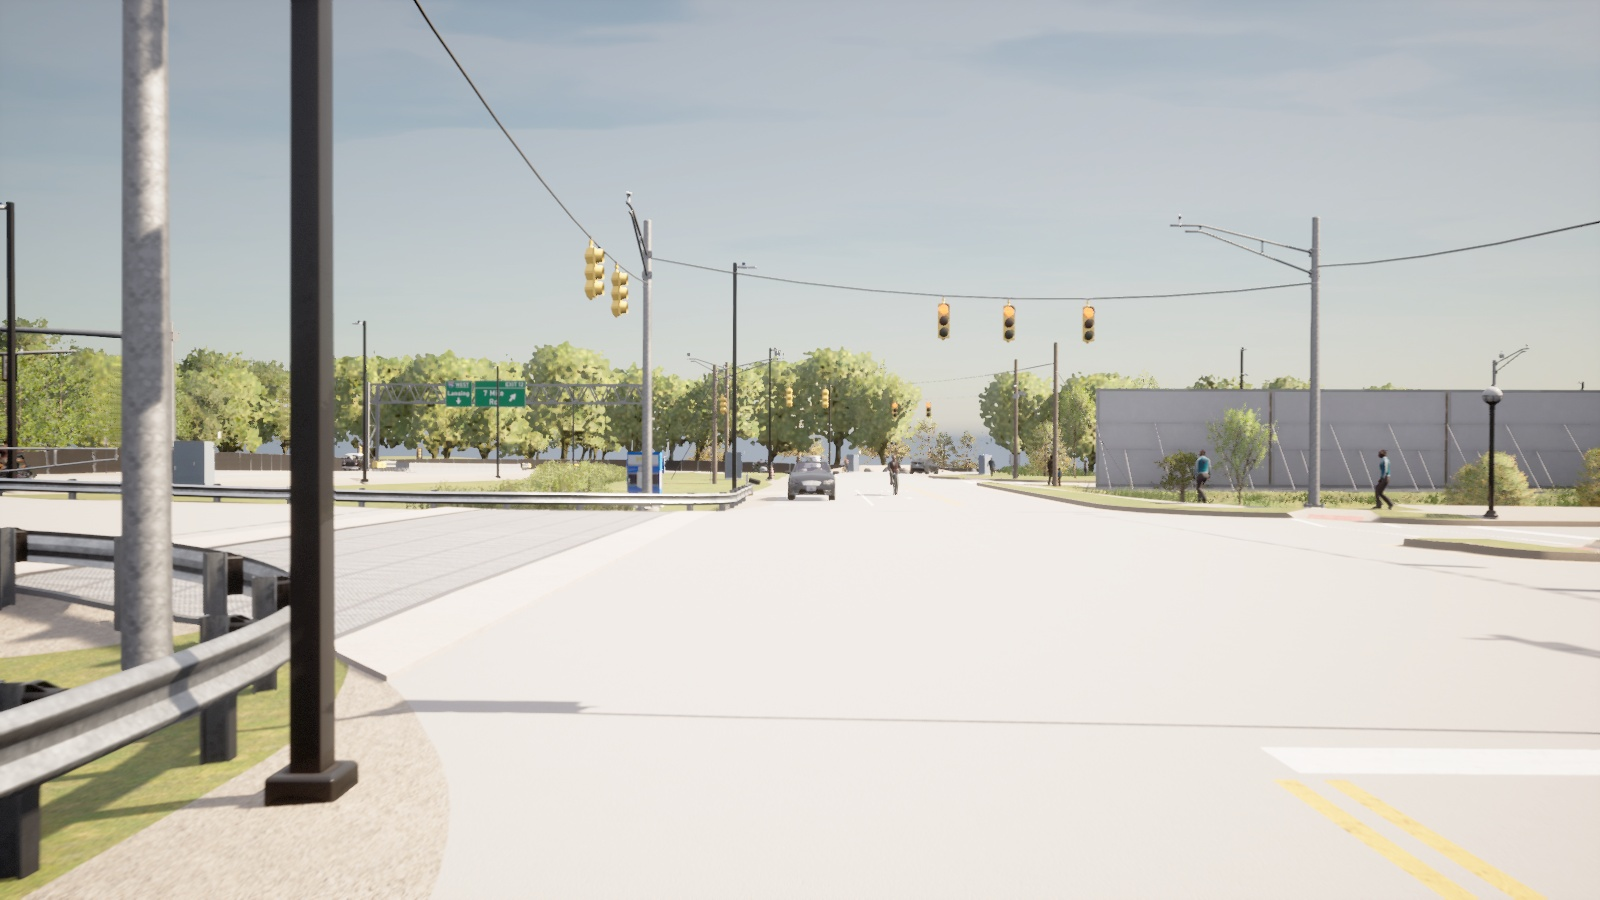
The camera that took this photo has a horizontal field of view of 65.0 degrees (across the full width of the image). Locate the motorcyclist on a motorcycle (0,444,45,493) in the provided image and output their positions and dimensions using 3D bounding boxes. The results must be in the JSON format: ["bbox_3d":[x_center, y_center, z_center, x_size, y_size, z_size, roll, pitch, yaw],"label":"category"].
[{"bbox_3d":[-27.186,0.636,43.380,0.766,1.649,2.350,0,-1,1],"label":"motorcyclist on a motorcycle"}]

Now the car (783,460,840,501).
[{"bbox_3d":[0.475,1.155,49.276,2.128,1.511,4.902,0,0,1],"label":"car"}]

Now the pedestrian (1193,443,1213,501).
[{"bbox_3d":[13.467,0.733,41.965,0.396,1.930,0.692,0,1,-8],"label":"pedestrian"}]

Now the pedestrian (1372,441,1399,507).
[{"bbox_3d":[17.433,0.709,37.396,0.692,1.930,0.396,0,1,22],"label":"pedestrian"}]
